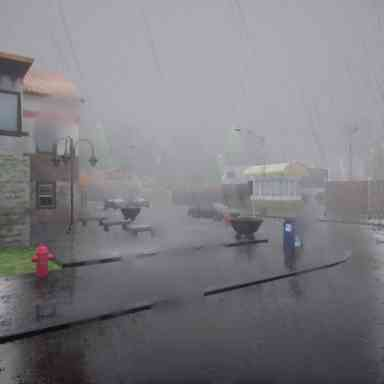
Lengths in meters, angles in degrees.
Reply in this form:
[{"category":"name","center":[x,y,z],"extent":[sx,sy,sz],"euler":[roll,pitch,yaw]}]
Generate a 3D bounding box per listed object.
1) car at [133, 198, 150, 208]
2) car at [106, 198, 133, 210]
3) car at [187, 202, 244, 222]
[{"category":"car","center":[-7.681,1.526,46.781],"extent":[1.812,1.442,4.674],"euler":[0,0,-39]},{"category":"car","center":[-9.676,1.526,42.684],"extent":[1.812,1.442,4.674],"euler":[0,0,-35]},{"category":"car","center":[1.691,1.547,26.553],"extent":[2.033,1.411,5.357],"euler":[0,0,-35]}]
